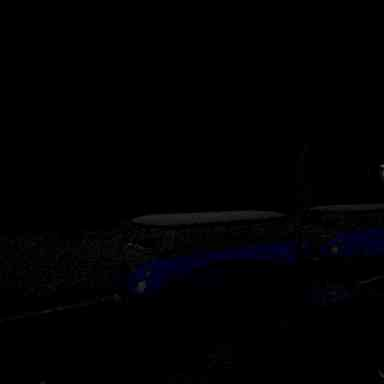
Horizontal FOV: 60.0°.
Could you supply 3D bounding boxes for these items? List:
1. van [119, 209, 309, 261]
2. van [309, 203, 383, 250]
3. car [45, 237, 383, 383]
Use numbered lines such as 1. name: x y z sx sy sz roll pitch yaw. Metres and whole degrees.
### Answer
1. van: 0.430 1.307 6.947 3.998 1.788 1.690 -1 0 -35
2. van: 5.006 1.262 10.205 3.998 1.788 1.690 -1 0 -35
3. car: 0.602 1.543 3.804 4.181 1.385 1.994 -1 0 -35
